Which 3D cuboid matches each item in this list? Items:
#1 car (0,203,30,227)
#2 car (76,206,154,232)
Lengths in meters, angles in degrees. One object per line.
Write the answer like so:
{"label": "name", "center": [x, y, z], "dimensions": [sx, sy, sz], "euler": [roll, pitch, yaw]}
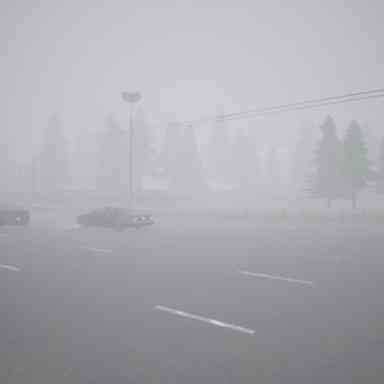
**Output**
{"label": "car", "center": [-12.460, 1.474, 21.477], "dimensions": [5.008, 1.535, 1.882], "euler": [0, 0, 35]}
{"label": "car", "center": [-4.780, 1.545, 20.298], "dimensions": [5.357, 1.411, 2.033], "euler": [0, 0, 35]}
